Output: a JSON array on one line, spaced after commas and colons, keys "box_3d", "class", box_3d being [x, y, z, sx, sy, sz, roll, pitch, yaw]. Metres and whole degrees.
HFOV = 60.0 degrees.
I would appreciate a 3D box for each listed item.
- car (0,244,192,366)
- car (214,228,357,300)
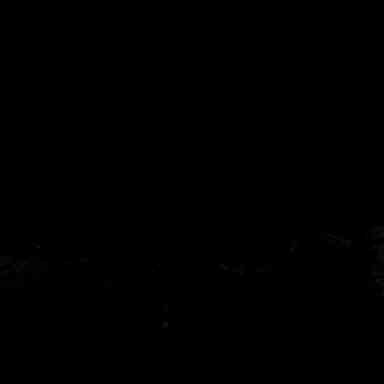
[{"box_3d": [-1.998, 1.566, 5.111, 4.313, 1.339, 1.947, 0, 0, -35], "class": "car"}, {"box_3d": [2.483, 1.582, 8.302, 4.206, 1.307, 1.802, 0, 0, -35], "class": "car"}]
